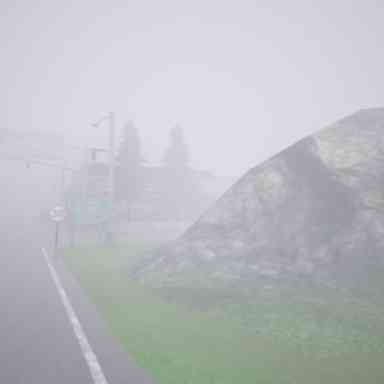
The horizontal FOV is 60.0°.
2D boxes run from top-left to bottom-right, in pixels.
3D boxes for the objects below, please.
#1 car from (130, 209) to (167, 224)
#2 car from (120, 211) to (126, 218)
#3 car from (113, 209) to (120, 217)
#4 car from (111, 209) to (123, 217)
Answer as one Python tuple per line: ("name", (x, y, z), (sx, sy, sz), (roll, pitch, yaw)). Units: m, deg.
("car", (-5.551, 3.419, 40.996), (3.866, 1.878, 1.905), (2, -3, -27))
("car", (-15.825, 5.360, 79.507), (1.970, 1.475, 3.806), (2, -3, -27))
("car", (-19.066, 5.001, 78.571), (1.905, 1.878, 3.866), (2, -3, -27))
("car", (-19.679, 5.453, 87.064), (1.932, 1.855, 4.605), (2, -3, -27))
